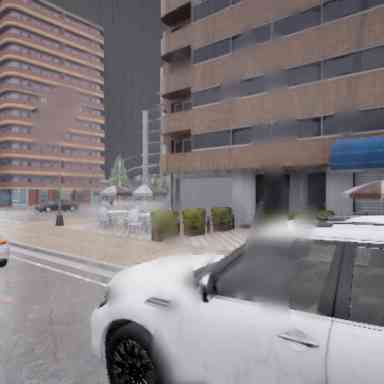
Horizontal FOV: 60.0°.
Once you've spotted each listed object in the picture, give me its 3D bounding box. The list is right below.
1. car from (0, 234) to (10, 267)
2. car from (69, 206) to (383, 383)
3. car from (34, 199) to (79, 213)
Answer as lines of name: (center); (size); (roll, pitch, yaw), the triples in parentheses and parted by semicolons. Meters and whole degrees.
car: (-7.210, 1.524, 10.162); (4.674, 1.442, 1.812); (0, 0, 40)
car: (1.449, 1.222, 3.052); (5.566, 2.045, 2.150); (0, 0, 38)
car: (-15.467, 1.556, 38.181); (1.837, 1.490, 4.892); (0, 0, 40)
